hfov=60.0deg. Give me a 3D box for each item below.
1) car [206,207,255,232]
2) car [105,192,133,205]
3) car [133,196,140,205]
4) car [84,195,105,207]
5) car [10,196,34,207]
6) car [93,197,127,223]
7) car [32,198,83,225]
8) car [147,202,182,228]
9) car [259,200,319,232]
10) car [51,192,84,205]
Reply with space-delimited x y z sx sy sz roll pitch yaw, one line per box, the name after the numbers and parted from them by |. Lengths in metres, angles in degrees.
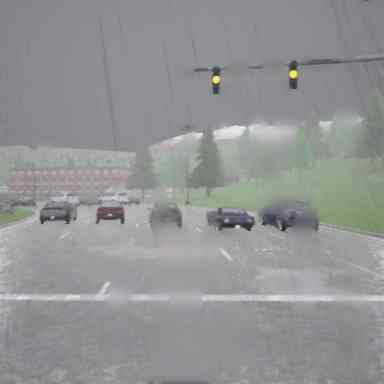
2.084 1.507 19.538 1.895 1.301 4.718 0 0 -8 | car
-11.772 1.011 50.138 5.566 2.045 2.150 0 1 44 | car
-10.201 1.334 53.553 4.181 1.385 1.994 0 0 44 | car
-15.149 1.366 48.517 4.181 1.385 1.994 0 0 43 | car
-23.671 1.350 46.638 4.674 1.442 1.812 0 0 38 | car
-6.008 1.373 24.713 1.882 1.535 5.008 0 0 -12 | car
-9.288 1.400 23.362 2.128 1.511 4.902 0 0 -12 | car
-1.806 1.409 21.503 1.837 1.490 4.892 0 0 -10 | car
5.552 1.251 19.705 2.097 1.767 4.553 0 0 -8 | car
-17.677 1.042 46.083 5.566 2.045 2.150 1 1 45 | car
